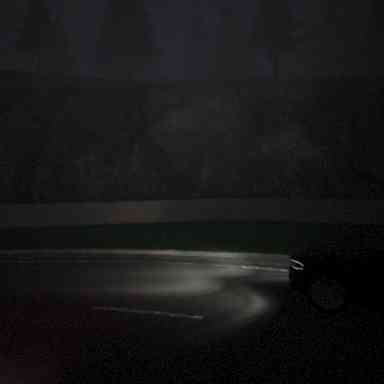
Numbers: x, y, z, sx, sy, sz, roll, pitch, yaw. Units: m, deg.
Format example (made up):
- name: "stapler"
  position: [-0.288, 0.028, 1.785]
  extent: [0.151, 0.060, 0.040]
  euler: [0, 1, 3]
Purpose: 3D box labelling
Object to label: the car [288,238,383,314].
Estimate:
- name: "car"
  position: [4.104, 1.263, 5.375]
  extent: [5.008, 1.535, 1.882]
  euler: [0, 1, 36]
